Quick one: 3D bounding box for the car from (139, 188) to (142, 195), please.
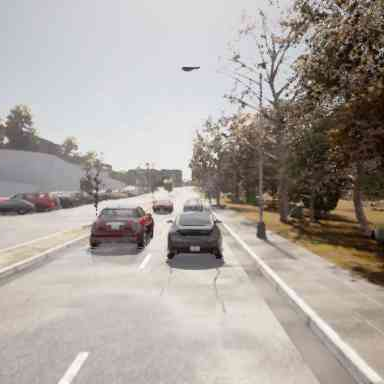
[{"bbox_3d":[-16.878,0.208,87.386,5.566,2.045,2.435,-1,2,-20],"label":"car"}]

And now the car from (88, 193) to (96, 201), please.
[{"bbox_3d":[-16.837,0.970,48.401,4.553,1.767,2.185,-1,1,-20],"label":"car"}]

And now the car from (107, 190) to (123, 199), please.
[{"bbox_3d":[-16.832,0.866,66.398,4.792,1.488,2.163,-1,1,-20],"label":"car"}]

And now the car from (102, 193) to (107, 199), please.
[{"bbox_3d":[-16.837,1.039,54.393,4.792,1.488,2.163,-1,1,-20],"label":"car"}]

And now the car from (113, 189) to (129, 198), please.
[{"bbox_3d":[-17.027,0.748,72.321,5.366,1.575,1.946,-1,1,-20],"label":"car"}]

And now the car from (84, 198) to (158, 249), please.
[{"bbox_3d":[-2.904,1.336,14.726,2.097,1.767,4.553,0,0,0],"label":"car"}]

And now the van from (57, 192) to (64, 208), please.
[{"bbox_3d":[-16.764,1.040,36.504,4.442,1.987,1.878,-1,1,-20],"label":"van"}]

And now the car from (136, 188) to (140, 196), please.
[{"bbox_3d":[-16.679,0.520,84.465,5.366,1.575,1.946,-1,1,-20],"label":"car"}]

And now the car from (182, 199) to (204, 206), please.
[{"bbox_3d":[0.093,1.394,30.846,2.033,1.411,5.357,0,1,0],"label":"car"}]

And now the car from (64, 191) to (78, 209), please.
[{"bbox_3d":[-16.847,0.973,39.457,5.566,2.045,2.435,-1,1,-20],"label":"car"}]

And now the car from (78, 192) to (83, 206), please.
[{"bbox_3d":[-16.861,1.183,42.429,4.892,1.521,2.231,-1,1,-20],"label":"car"}]

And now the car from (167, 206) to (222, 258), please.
[{"bbox_3d":[0.096,1.498,12.745,1.837,1.490,4.892,0,0,0],"label":"car"}]

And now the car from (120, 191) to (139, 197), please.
[{"bbox_3d":[-16.874,0.415,90.391,4.792,1.488,2.163,-1,2,-20],"label":"car"}]

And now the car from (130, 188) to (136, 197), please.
[{"bbox_3d":[-16.831,0.397,78.408,5.566,2.045,2.435,-1,1,-20],"label":"car"}]

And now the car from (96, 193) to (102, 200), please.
[{"bbox_3d":[-16.859,1.093,51.375,4.674,1.452,2.002,-1,1,-20],"label":"car"}]

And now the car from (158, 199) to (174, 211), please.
[{"bbox_3d":[-2.908,1.403,34.318,1.895,1.301,4.718,0,1,0],"label":"car"}]

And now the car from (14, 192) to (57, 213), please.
[{"bbox_3d":[-16.900,1.059,33.461,5.566,2.045,2.435,-1,1,-20],"label":"car"}]

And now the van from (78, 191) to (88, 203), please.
[{"bbox_3d":[-16.978,0.915,45.365,4.442,1.987,1.878,-1,1,-20],"label":"van"}]

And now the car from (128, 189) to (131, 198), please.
[{"bbox_3d":[-16.859,0.739,75.394,4.674,1.452,2.002,-1,1,-20],"label":"car"}]

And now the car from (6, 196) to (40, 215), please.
[{"bbox_3d":[-16.868,1.387,30.494,4.674,1.452,2.002,-1,1,-20],"label":"car"}]

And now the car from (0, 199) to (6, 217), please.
[{"bbox_3d":[-16.847,1.442,24.537,4.792,1.488,2.163,-1,0,-20],"label":"car"}]
